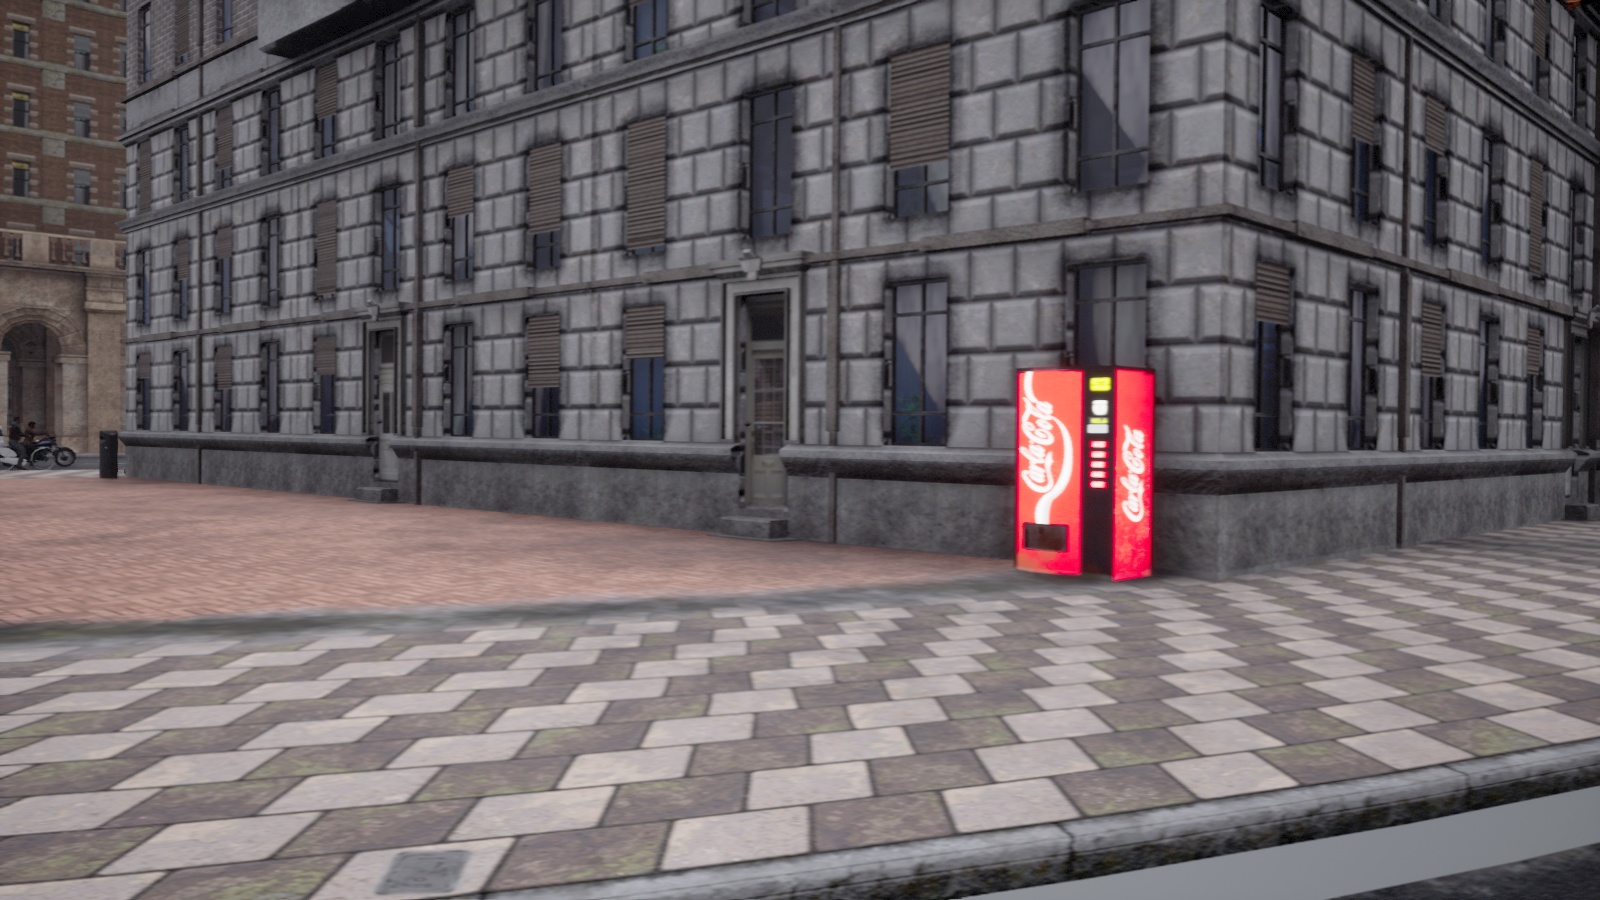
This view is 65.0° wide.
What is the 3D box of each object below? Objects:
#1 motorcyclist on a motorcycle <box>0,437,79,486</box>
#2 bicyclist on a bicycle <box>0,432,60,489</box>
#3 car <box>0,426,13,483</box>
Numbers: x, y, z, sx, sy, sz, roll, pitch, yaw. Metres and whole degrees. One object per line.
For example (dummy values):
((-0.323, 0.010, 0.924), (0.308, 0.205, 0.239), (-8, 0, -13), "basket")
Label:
((-26.548, 0.379, 43.731), (0.766, 1.649, 2.350), (0, 1, 44), "motorcyclist on a motorcycle")
((-24.947, 0.333, 40.355), (0.659, 1.776, 1.843), (0, 1, 44), "bicyclist on a bicycle")
((-31.120, 0.194, 44.040), (2.150, 2.045, 5.566), (0, 1, 44), "car")
